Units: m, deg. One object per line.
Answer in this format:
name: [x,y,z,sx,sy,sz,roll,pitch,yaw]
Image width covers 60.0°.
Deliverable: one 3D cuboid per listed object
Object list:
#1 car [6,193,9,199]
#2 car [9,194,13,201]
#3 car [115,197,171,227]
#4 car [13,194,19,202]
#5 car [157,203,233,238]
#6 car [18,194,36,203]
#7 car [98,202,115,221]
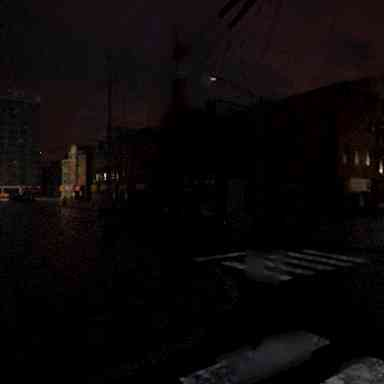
car: [-37.723,1.130,70.808,2.008,1.369,4.403,1,0,-36]
car: [-34.560,1.155,66.391,1.887,1.381,4.507,1,0,-36]
car: [-2.922,1.271,22.211,2.192,1.841,5.009,1,0,-36]
car: [-31.395,1.083,61.973,1.967,1.590,4.097,1,0,-36]
car: [0.237,1.538,17.792,1.887,1.381,4.507,1,0,-36]
car: [-28.331,1.199,57.692,1.752,1.417,4.829,1,0,-36]
car: [-6.089,1.463,26.628,1.887,1.381,4.507,1,0,-36]
